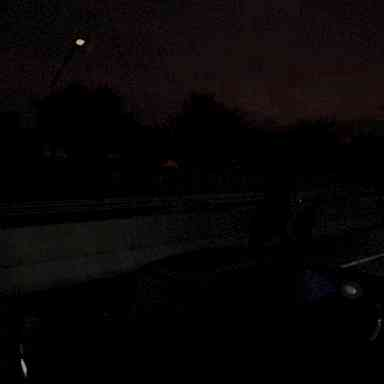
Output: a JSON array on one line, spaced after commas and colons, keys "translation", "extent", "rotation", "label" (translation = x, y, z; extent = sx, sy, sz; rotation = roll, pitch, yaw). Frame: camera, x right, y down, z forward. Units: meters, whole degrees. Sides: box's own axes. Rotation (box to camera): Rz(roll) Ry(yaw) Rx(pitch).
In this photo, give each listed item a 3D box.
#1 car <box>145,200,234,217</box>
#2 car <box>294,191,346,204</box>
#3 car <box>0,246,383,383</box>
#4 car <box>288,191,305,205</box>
[{"translation": [-0.059, 1.190, 16.872], "extent": [5.008, 1.535, 1.882], "rotation": [-2, 1, -36], "label": "car"}, {"translation": [11.540, 0.800, 29.486], "extent": [4.718, 1.301, 1.895], "rotation": [-2, 1, -36], "label": "car"}, {"translation": [0.611, 1.462, 4.314], "extent": [5.357, 1.411, 2.033], "rotation": [-2, 1, -36], "label": "car"}, {"translation": [11.855, 0.636, 34.011], "extent": [4.674, 1.442, 1.812], "rotation": [-2, 1, -35], "label": "car"}]
